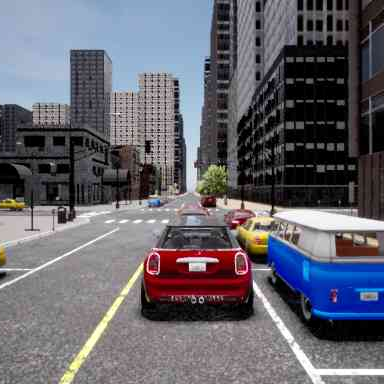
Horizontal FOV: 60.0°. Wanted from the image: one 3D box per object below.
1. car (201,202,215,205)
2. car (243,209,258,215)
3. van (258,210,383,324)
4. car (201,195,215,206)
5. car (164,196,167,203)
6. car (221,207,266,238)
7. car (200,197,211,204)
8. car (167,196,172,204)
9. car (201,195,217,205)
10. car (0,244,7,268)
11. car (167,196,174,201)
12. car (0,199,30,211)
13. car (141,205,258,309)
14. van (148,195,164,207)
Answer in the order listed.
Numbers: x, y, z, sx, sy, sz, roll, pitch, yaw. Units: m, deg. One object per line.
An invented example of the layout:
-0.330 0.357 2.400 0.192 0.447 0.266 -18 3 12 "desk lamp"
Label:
0.089 1.482 17.233 1.882 1.535 5.008 0 0 0 "car"
2.679 1.527 12.720 1.752 1.417 4.829 0 0 0 "car"
2.683 1.341 6.886 1.690 1.788 3.998 0 0 0 "van"
2.652 1.381 56.125 2.192 1.841 5.009 0 0 0 "car"
-5.727 1.506 56.117 1.967 1.590 4.097 0 0 0 "car"
2.676 1.587 18.213 1.802 1.307 4.206 0 0 0 "car"
2.647 1.657 67.173 1.947 1.339 4.313 0 0 0 "car"
-5.734 1.531 67.166 1.967 1.590 4.097 0 0 0 "car"
2.655 1.370 50.601 2.192 1.841 5.009 0 0 0 "car"
-5.697 1.526 6.711 1.752 1.417 4.829 0 0 0 "car"
-5.747 1.676 89.091 1.752 1.417 4.829 0 0 0 "car"
-21.432 1.470 38.415 4.829 1.417 1.752 0 0 0 "car"
0.094 1.353 8.027 2.097 1.767 4.553 0 0 0 "car"
-5.724 1.396 50.594 1.690 1.788 3.998 0 0 0 "van"
